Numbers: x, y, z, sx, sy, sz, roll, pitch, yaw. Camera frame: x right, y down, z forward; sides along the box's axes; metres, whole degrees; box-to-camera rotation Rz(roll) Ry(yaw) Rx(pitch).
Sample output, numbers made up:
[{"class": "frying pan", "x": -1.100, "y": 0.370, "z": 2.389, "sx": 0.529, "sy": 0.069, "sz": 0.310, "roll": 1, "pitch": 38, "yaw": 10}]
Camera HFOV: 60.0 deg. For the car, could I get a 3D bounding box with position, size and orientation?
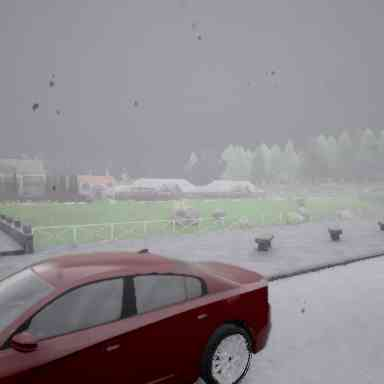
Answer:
[{"class": "car", "x": -1.271, "y": 1.477, "z": 3.699, "sx": 5.008, "sy": 1.535, "sz": 1.882, "roll": 0, "pitch": 0, "yaw": -35}]
